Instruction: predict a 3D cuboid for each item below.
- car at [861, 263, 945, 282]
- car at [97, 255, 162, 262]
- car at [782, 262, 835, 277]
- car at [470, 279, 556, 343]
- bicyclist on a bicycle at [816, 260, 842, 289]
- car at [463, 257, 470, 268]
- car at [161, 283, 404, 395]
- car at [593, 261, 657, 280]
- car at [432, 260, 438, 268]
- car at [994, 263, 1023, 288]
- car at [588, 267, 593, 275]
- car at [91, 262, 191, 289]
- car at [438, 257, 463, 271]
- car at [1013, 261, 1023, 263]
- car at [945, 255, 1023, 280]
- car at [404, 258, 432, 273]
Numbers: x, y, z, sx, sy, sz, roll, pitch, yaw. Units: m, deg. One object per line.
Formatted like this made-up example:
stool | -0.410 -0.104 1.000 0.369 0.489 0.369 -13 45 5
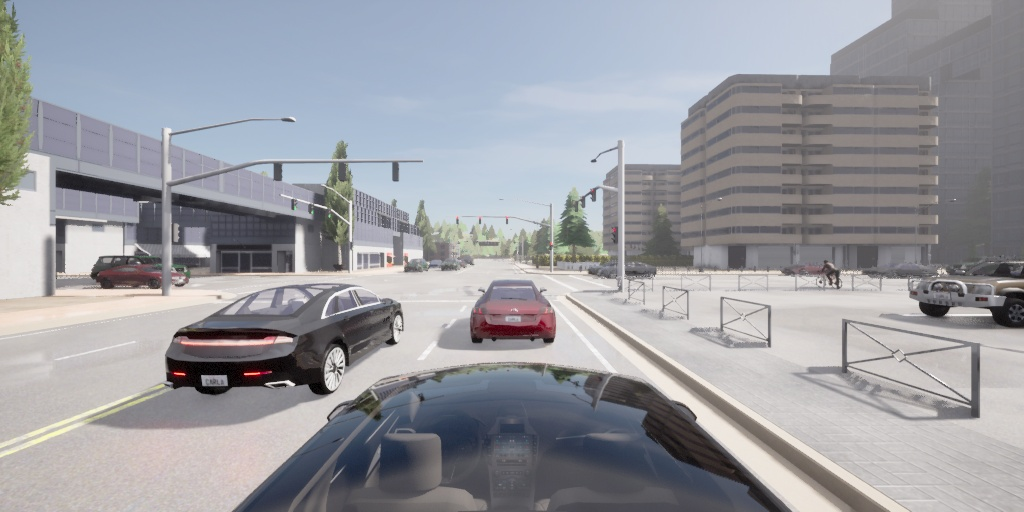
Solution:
car | 34.302 1.297 31.770 5.357 1.411 2.033 0 0 -2
car | -26.437 0.971 25.635 5.566 2.045 2.150 0 0 -1
car | 28.945 1.314 35.119 4.181 1.385 1.994 0 0 -2
car | 0.014 1.314 9.667 1.994 1.385 4.181 0 0 0
bicyclist on a bicycle | 17.933 1.052 20.308 0.582 1.620 1.656 0 0 -2
car | -8.604 1.313 59.034 1.994 1.385 4.181 0 0 -1
car | -3.472 1.242 6.610 2.128 1.511 4.902 0 0 0
car | 9.982 1.242 31.011 4.902 1.511 2.128 0 0 -3
car | -12.061 1.298 57.218 2.033 1.411 5.357 0 0 -1
car | 36.887 1.351 24.656 4.718 1.301 1.895 0 0 -2
car | 9.820 1.255 34.641 4.892 1.490 1.837 0 0 1
car | -22.880 1.276 22.237 4.674 1.442 1.812 0 0 0
car | -8.339 1.102 49.067 2.097 1.767 4.553 0 0 -1
car | 43.309 1.314 28.389 4.181 1.385 1.994 0 0 -1
car | 46.713 1.025 35.551 5.566 2.045 2.150 0 0 -2
car | -11.756 1.102 44.178 2.097 1.767 4.553 0 0 0
